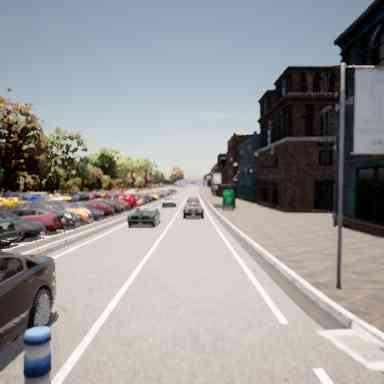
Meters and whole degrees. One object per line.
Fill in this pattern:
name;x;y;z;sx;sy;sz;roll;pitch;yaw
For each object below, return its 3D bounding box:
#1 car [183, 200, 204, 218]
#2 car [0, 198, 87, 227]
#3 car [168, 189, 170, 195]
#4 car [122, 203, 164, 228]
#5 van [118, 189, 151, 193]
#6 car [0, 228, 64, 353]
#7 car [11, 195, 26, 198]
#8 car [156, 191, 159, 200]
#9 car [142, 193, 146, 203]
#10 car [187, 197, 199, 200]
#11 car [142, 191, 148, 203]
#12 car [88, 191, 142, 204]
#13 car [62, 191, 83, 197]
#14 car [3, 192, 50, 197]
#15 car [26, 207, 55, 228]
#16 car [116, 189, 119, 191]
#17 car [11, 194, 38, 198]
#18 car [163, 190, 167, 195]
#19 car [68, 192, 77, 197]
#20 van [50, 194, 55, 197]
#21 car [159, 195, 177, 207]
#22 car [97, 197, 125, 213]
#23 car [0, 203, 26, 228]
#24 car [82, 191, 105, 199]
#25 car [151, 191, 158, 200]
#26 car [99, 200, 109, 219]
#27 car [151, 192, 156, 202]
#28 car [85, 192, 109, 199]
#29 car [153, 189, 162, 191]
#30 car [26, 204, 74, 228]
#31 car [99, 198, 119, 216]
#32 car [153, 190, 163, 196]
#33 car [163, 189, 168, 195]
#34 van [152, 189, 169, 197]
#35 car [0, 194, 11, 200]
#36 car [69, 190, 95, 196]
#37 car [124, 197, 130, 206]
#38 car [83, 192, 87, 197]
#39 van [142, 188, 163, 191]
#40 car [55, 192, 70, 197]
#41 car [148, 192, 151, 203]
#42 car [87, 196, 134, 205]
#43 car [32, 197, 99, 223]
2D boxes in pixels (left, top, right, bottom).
car;0.134;1.692;31.379;1.895;1.301;4.718;0;0;0
car;-9.790;1.509;22.111;4.553;1.767;2.185;0;0;1
car;-9.272;0.582;88.920;5.366;1.575;1.946;0;1;1
car;-3.332;1.714;23.661;1.895;1.301;4.718;0;0;0
van;-9.539;0.978;55.522;4.442;1.987;1.878;0;1;1
car;-3.343;1.501;3.933;1.882;1.535;5.008;0;0;0
car;-22.667;1.434;38.794;5.008;1.535;2.097;0;1;1
car;-9.342;1.097;63.875;4.674;1.452;2.002;0;1;1
car;-9.693;1.346;47.179;5.366;1.575;1.946;0;1;1
car;0.180;1.405;48.992;1.994;1.385;4.181;0;1;0
car;-9.449;1.179;49.832;4.553;1.767;2.185;0;1;1
car;-9.591;1.195;41.607;5.566;2.045;2.435;0;1;1
car;-22.481;1.094;58.409;4.892;1.521;2.231;0;1;1
car;-22.586;1.084;44.482;5.566;2.045;2.435;0;1;1
car;-9.786;1.642;16.536;4.792;1.488;2.163;0;0;1
car;-22.225;0.451;86.251;4.553;1.767;2.185;0;1;1
car;-22.829;1.380;41.704;5.366;1.575;1.946;0;1;1
car;-9.174;0.787;80.571;4.674;1.452;2.002;0;1;1
car;-22.508;1.142;55.624;5.008;1.535;2.097;0;1;1
van;-22.470;1.062;47.266;4.442;1.987;1.878;0;1;1
car;-3.180;1.456;47.264;1.895;1.301;4.718;0;1;0
car;-9.643;1.573;33.257;5.008;1.535;2.097;0;1;1
car;-9.811;1.464;13.750;4.553;1.767;2.185;0;-1;1
car;-22.274;0.664;75.111;4.553;1.767;2.185;0;1;1
car;-9.362;1.106;61.090;5.008;1.535;2.097;0;1;1
car;-9.707;1.660;27.679;4.674;1.452;2.002;0;1;1
car;-9.401;1.155;58.308;5.008;1.535;2.097;0;1;1
car;-22.283;0.736;77.898;5.008;1.535;2.097;0;1;1
car;-9.251;0.829;69.437;4.553;1.767;2.185;0;1;1
car;-9.817;1.657;19.324;4.792;1.488;2.163;0;0;1
car;-9.670;1.601;30.468;5.008;1.535;2.097;0;0;1
car;-9.126;1.004;66.655;5.366;1.575;1.946;0;1;1
car;-9.111;0.569;83.350;4.553;1.767;2.185;0;1;1
van;-8.913;0.252;94.478;4.442;1.987;1.878;0;1;1
car;-22.731;1.351;36.008;4.553;1.767;2.185;0;1;1
car;-22.389;0.743;63.974;5.566;2.045;2.435;0;1;1
car;-9.591;1.567;36.044;4.792;1.488;2.163;0;1;1
car;-22.475;1.073;61.192;4.792;1.488;2.163;0;1;1
van;-9.138;0.680;72.154;4.442;1.987;1.878;0;1;1
car;-22.534;1.231;52.840;4.674;1.452;2.002;0;1;1
car;-9.458;1.255;52.742;4.892;1.521;2.231;0;1;1
car;-9.590;1.534;38.830;4.674;1.452;2.002;0;1;1
car;-9.763;1.506;24.891;4.553;1.767;2.185;0;0;1
